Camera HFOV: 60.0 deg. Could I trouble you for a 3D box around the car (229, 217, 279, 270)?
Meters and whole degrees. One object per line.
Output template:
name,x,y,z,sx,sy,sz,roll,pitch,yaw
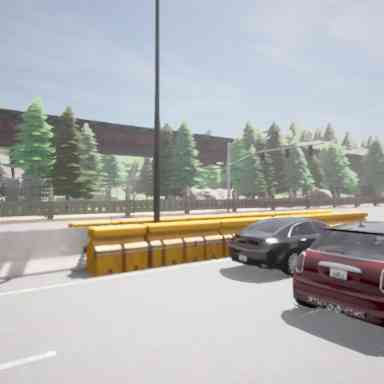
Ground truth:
car,3.351,1.538,10.457,4.892,1.490,1.837,0,0,-36

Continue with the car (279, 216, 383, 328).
car,4.137,1.376,6.715,4.553,1.767,2.097,0,0,-36
